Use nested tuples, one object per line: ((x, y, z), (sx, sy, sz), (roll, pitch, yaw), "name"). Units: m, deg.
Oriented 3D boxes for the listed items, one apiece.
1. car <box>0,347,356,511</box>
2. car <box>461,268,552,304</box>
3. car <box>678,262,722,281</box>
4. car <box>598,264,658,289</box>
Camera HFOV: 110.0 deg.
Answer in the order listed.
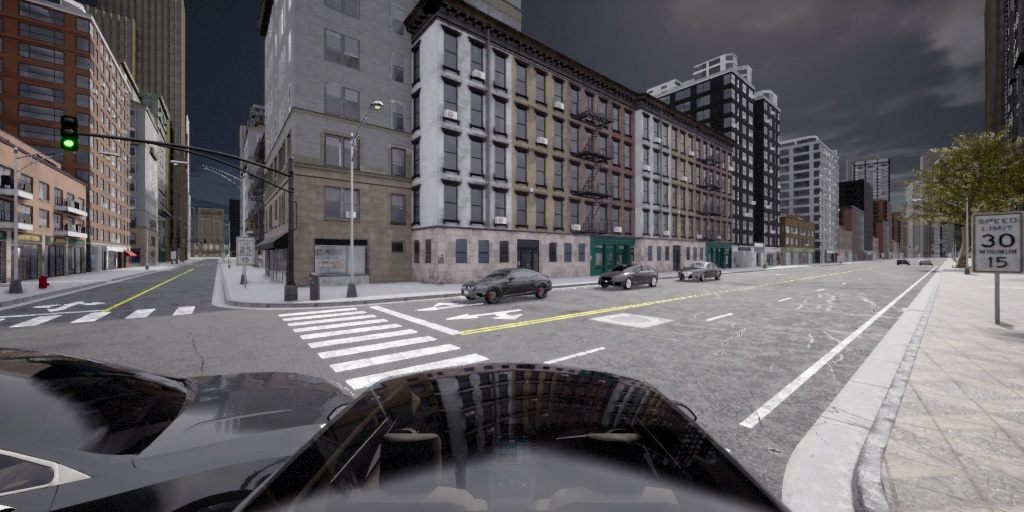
((-3.233, 1.257, 1.695), (4.892, 1.490, 1.837), (0, 0, -35), "car")
((-0.140, 1.286, 16.686), (4.674, 1.442, 1.812), (0, 0, -39), "car")
((15.484, 1.234, 29.476), (4.902, 1.511, 2.128), (0, 0, -39), "car")
((7.513, 1.257, 22.957), (4.892, 1.490, 1.837), (0, 0, -39), "car")
